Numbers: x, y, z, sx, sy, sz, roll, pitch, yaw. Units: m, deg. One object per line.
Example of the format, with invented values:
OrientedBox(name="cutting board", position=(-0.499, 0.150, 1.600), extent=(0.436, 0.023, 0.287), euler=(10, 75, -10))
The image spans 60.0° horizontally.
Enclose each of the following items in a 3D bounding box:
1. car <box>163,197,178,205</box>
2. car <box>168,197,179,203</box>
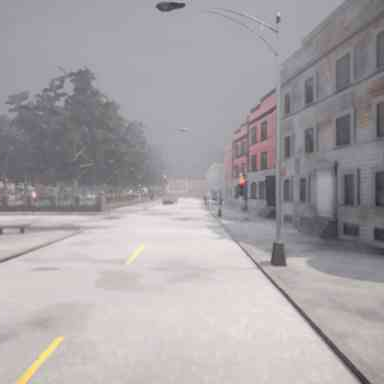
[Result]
OrientedBox(name="car", position=(-4.123, 1.588, 59.393), extent=(2.033, 1.411, 5.357), euler=(0, 0, 1))
OrientedBox(name="car", position=(-4.142, 1.794, 75.335), extent=(2.033, 1.411, 5.357), euler=(0, 0, 0))
